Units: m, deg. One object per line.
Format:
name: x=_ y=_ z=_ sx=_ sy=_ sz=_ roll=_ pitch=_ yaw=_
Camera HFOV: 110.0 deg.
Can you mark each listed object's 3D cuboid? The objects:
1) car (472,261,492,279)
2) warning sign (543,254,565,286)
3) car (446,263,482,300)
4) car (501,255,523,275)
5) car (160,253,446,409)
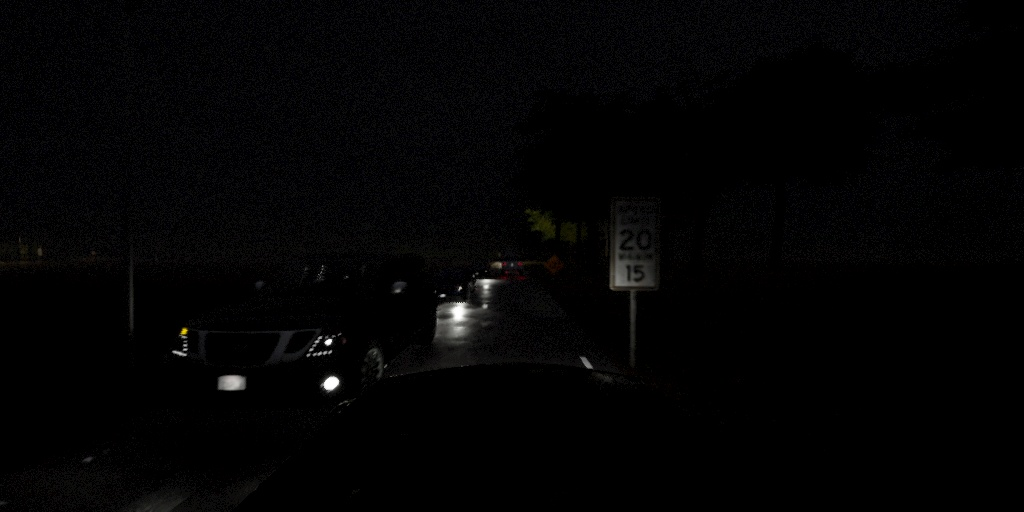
car: x=-2.823 y=1.177 z=31.868 sx=1.837 sy=1.490 sz=4.892 roll=0 pitch=0 yaw=0
warning sign: x=2.453 y=0.797 z=21.378 sx=1.300 sy=1.860 sz=1.060 roll=0 pitch=0 yaw=0
car: x=-2.846 y=1.240 z=17.440 sx=2.033 sy=1.411 sz=5.357 roll=0 pitch=0 yaw=0
car: x=0.007 y=0.894 z=37.242 sx=2.150 sy=2.045 sz=5.566 roll=0 pitch=0 yaw=0
car: x=-2.863 y=0.952 z=6.470 sx=2.150 sy=2.045 sz=5.566 roll=0 pitch=0 yaw=1
